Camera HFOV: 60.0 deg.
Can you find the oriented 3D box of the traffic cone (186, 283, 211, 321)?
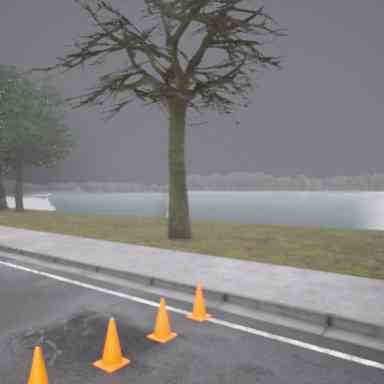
[{"bbox_3d":[0.122,1.934,5.947,0.340,0.580,0.340,1,0,36],"label":"traffic cone"}]

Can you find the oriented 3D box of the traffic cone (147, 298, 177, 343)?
[{"bbox_3d":[-0.461,1.933,5.135,0.340,0.580,0.340,1,0,36],"label":"traffic cone"}]

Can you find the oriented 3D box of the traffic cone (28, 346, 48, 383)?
[{"bbox_3d":[-1.626,1.932,3.510,0.340,0.580,0.340,1,0,36],"label":"traffic cone"}]

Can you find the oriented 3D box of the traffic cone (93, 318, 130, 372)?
[{"bbox_3d":[-1.043,1.932,4.322,0.340,0.580,0.340,1,0,36],"label":"traffic cone"}]
